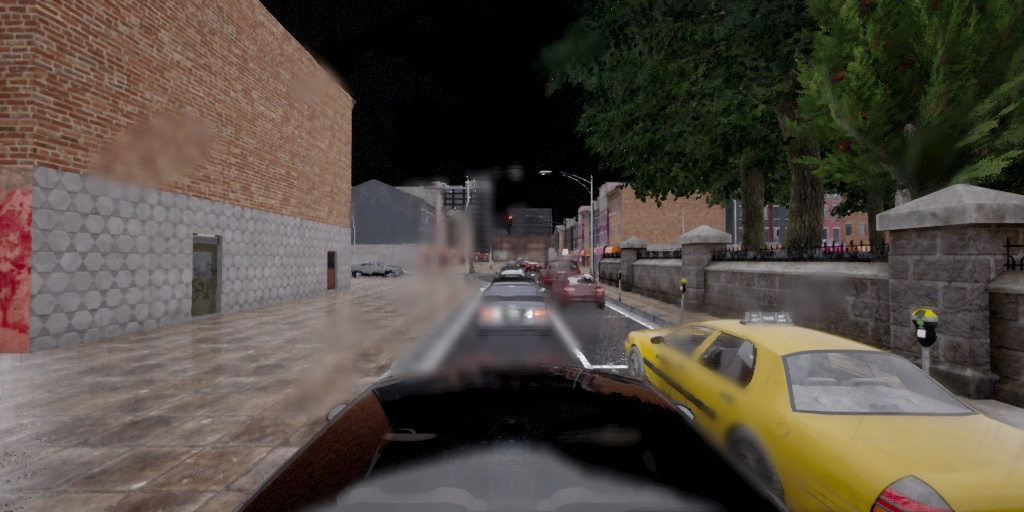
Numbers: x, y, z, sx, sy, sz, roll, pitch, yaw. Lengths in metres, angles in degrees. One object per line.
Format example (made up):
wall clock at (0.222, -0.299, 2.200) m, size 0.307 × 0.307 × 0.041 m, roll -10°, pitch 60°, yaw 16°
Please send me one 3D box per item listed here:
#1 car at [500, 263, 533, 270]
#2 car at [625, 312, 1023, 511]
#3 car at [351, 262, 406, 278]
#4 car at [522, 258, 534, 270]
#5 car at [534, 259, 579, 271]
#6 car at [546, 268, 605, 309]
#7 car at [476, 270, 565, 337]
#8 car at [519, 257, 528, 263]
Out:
car at (0.015, 1.288, 19.953) m, size 1.812 × 1.442 × 4.674 m, roll 0°, pitch 0°, yaw 1°
car at (2.639, 1.276, 3.995) m, size 1.751 × 1.417 × 4.829 m, roll 0°, pitch 0°, yaw 0°
car at (-11.876, 1.236, 31.735) m, size 4.902 × 1.511 × 2.128 m, roll 0°, pitch -1°, yaw 0°
car at (2.613, 1.357, 46.601) m, size 1.888 × 1.381 × 4.507 m, roll 0°, pitch 0°, yaw 0°
car at (2.629, 1.077, 20.172) m, size 2.192 × 1.841 × 5.009 m, roll 0°, pitch 0°, yaw 0°
car at (2.633, 1.338, 14.723) m, size 1.802 × 1.307 × 4.207 m, roll 0°, pitch 0°, yaw 0°
car at (0.063, 1.300, 10.241) m, size 2.033 × 1.411 × 5.357 m, roll 0°, pitch 0°, yaw 0°
car at (2.603, 1.404, 62.913) m, size 1.888 × 1.381 × 4.507 m, roll 0°, pitch 0°, yaw 0°
